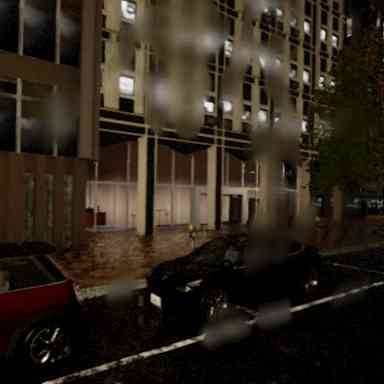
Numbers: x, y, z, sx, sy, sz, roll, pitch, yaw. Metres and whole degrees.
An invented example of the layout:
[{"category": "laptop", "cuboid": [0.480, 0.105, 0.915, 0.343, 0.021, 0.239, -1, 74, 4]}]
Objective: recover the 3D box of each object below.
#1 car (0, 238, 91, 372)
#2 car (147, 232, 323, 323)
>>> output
[{"category": "car", "cuboid": [-3.484, 1.434, 4.059, 4.097, 1.590, 1.967, 1, 0, -35]}, {"category": "car", "cuboid": [1.120, 1.621, 7.343, 4.313, 1.339, 1.947, 1, 0, -35]}]
